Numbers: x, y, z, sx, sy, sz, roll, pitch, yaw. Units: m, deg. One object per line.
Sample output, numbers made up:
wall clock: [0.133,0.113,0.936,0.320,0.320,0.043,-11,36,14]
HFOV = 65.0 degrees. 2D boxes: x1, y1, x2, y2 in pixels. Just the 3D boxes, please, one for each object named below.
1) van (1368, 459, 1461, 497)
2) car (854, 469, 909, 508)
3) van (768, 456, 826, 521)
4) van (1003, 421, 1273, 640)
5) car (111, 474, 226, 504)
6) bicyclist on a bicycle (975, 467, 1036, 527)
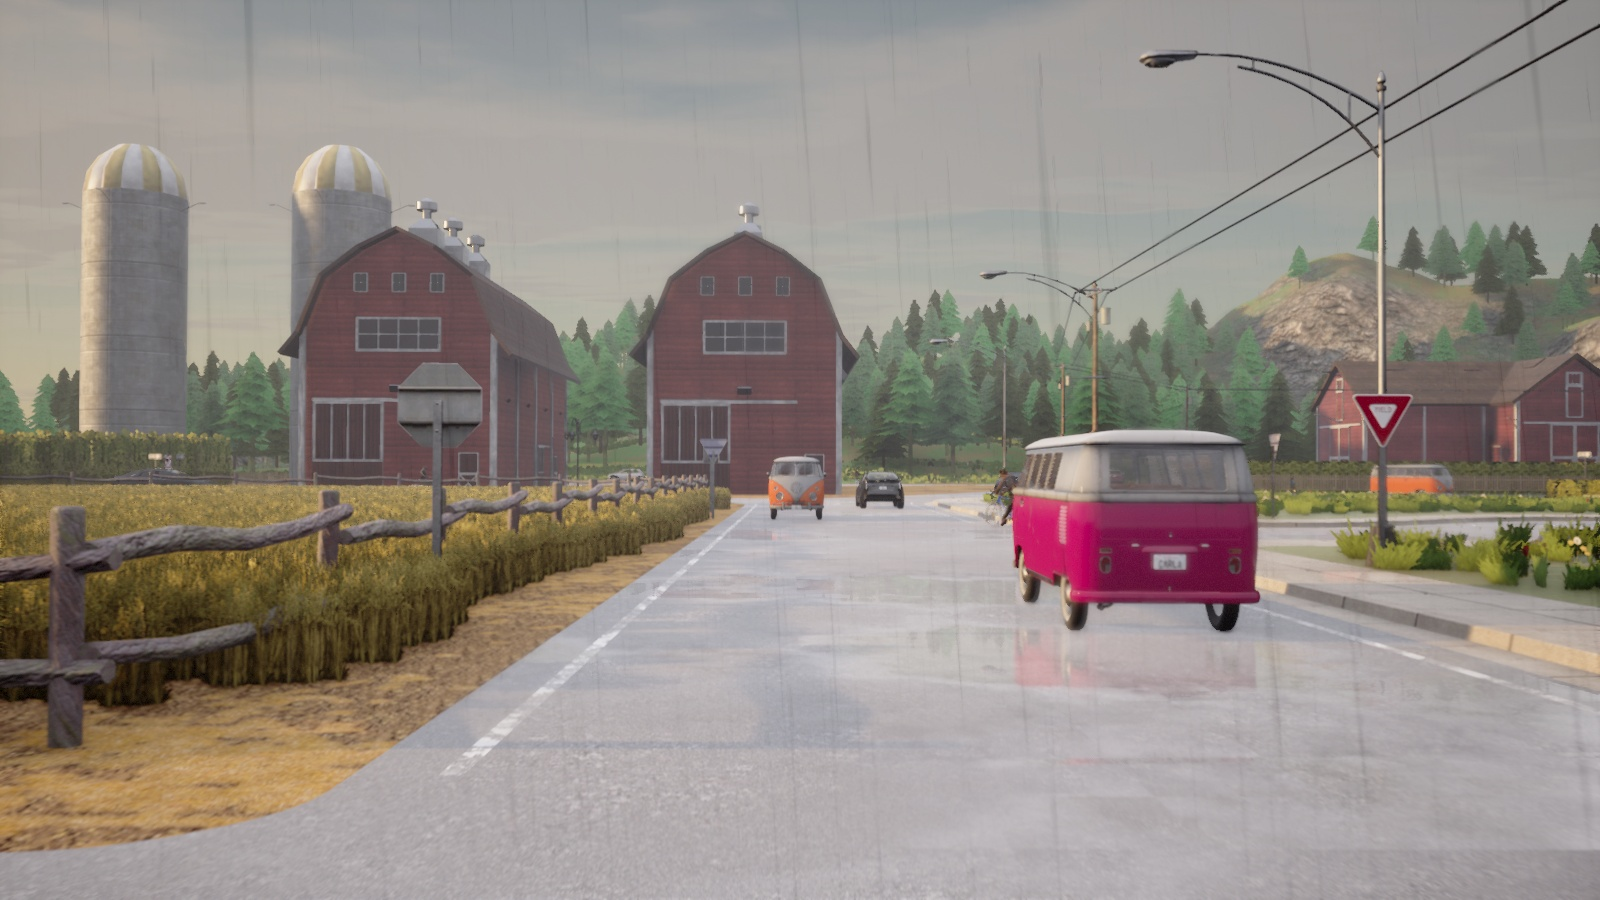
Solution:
van: [33.453,1.516,68.515,1.775,1.987,4.442,1,-1,-25]
car: [3.356,1.581,52.736,2.007,1.525,4.514,0,-1,0]
van: [-0.102,1.214,40.918,1.775,1.987,4.442,0,-1,0]
van: [3.439,0.769,13.678,1.775,1.987,4.442,0,-1,1]
car: [-31.969,1.953,63.658,4.892,1.490,1.837,0,-1,-11]
bicyclist on a bicycle: [5.671,1.293,34.747,0.582,1.620,1.656,4,-4,-40]
